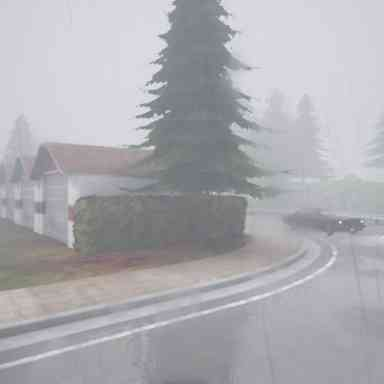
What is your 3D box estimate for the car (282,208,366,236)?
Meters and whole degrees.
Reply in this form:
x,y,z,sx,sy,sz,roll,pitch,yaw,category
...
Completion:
x,y,z,sx,sy,sz,roll,pitch,yaw,category
7.221,1.586,18.657,1.895,1.301,4.718,0,0,-21,car
